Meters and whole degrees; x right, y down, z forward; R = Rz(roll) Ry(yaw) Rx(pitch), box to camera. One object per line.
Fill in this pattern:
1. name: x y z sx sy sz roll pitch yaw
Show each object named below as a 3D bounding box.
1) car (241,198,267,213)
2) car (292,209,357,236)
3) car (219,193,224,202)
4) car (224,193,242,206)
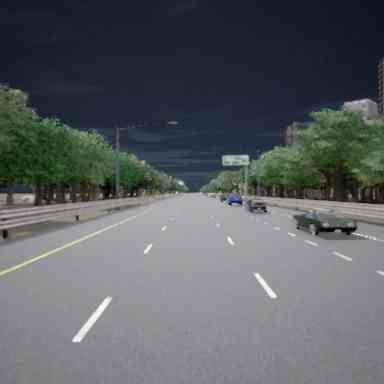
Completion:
1. car: 7.085 1.504 37.251 1.837 1.490 4.892 0 0 0
2. car: 7.023 1.600 18.209 1.895 1.301 4.718 0 0 0
3. car: 7.313 1.201 73.585 2.150 2.045 5.566 0 0 0
4. car: 7.185 1.234 56.047 2.150 2.045 5.566 0 0 0
